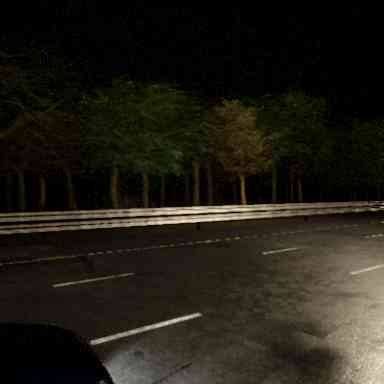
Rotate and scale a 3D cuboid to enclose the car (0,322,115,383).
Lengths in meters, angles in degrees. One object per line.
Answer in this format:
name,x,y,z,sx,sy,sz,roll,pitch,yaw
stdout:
car,-2.554,1.565,2.046,4.181,1.385,1.994,0,0,-35
